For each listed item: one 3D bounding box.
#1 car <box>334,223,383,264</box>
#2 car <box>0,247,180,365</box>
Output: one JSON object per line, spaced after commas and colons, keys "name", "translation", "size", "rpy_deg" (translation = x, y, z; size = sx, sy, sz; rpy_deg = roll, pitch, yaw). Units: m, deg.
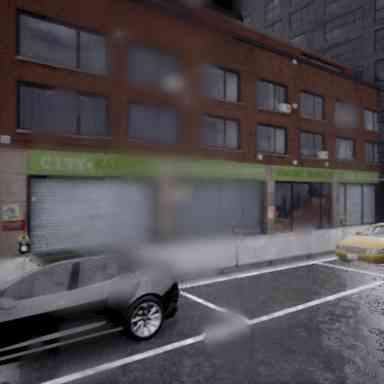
{"name": "car", "translation": [6.765, 1.637, 11.363], "size": [4.829, 1.417, 1.752], "rpy_deg": [1, -1, -35]}
{"name": "car", "translation": [-2.193, 1.575, 4.977], "size": [4.313, 1.339, 1.947], "rpy_deg": [1, -1, -35]}
